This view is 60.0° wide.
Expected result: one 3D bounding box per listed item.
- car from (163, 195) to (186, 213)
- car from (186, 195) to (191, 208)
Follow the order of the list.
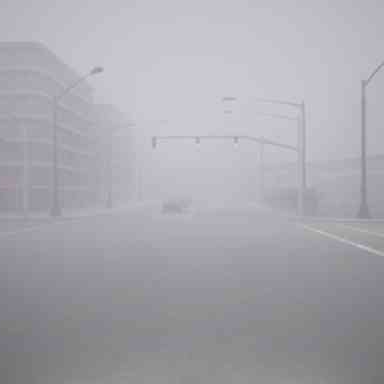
[{"bbox_3d":[-1.975,1.388,35.607,1.882,1.535,5.008,0,0,2],"label":"car"},{"bbox_3d":[-1.528,1.357,45.854,1.882,1.535,5.008,0,0,3],"label":"car"}]
